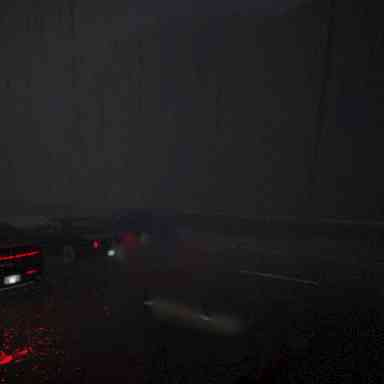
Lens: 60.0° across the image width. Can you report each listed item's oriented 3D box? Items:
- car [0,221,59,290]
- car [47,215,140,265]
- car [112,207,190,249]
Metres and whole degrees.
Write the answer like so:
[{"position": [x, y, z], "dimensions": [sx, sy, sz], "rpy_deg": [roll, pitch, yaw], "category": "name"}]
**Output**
[{"position": [-5.470, 1.429, 7.893], "dimensions": [4.892, 1.490, 1.837], "rpy_deg": [1, 0, 35], "category": "car"}, {"position": [-4.217, 1.516, 11.299], "dimensions": [4.718, 1.301, 1.895], "rpy_deg": [1, 0, 35], "category": "car"}, {"position": [-2.408, 1.390, 14.307], "dimensions": [5.008, 1.535, 1.882], "rpy_deg": [1, 0, 35], "category": "car"}]
